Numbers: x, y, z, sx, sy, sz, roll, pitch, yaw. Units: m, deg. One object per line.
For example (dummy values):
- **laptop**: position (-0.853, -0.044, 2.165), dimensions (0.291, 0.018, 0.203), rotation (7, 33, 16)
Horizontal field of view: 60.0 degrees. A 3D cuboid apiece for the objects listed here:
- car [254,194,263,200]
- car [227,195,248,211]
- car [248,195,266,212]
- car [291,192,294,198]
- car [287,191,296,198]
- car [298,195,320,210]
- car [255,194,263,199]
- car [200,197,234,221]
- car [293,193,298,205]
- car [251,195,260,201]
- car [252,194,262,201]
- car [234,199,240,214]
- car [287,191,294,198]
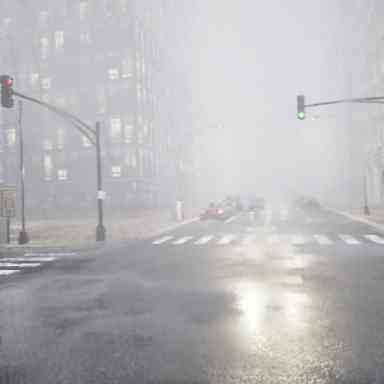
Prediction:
- **car**: position (17.286, 1.318, 86.602), dimensions (1.947, 1.339, 4.313), rotation (-1, 0, 15)
- **car**: position (4.708, 1.322, 38.027), dimensions (2.192, 1.841, 5.009), rotation (-1, 0, 15)
- **car**: position (7.546, 1.433, 38.300), dimensions (2.033, 1.411, 5.357), rotation (-2, 0, 15)
- **car**: position (17.027, 1.148, 52.185), dimensions (1.947, 1.339, 4.313), rotation (-1, 0, 15)
- **car**: position (26.804, 0.700, 89.980), dimensions (2.192, 1.841, 5.009), rotation (-1, 0, 15)
- **car**: position (12.835, 1.249, 35.987), dimensions (1.802, 1.307, 4.206), rotation (-1, 0, 15)
- **car**: position (18.682, 1.269, 91.999), dimensions (1.887, 1.381, 4.507), rotation (-1, 0, 15)
- **car**: position (1.917, 1.504, 27.232), dimensions (1.967, 1.590, 4.097), rotation (-1, 0, 15)
- **car**: position (15.672, 1.135, 46.951), dimensions (1.752, 1.417, 4.829), rotation (-1, 0, 15)
- **car**: position (14.491, 1.353, 75.807), dimensions (1.887, 1.381, 4.507), rotation (-1, 0, 15)
- **car**: position (15.889, 1.331, 81.204), dimensions (2.008, 1.369, 4.403), rotation (-1, 0, 15)
- **car**: position (3.317, 1.618, 32.629), dimensions (1.802, 1.307, 4.206), rotation (-1, 0, 15)
- **car**: position (25.412, 0.957, 84.581), dimensions (1.887, 1.381, 4.507), rotation (-1, 0, 15)
